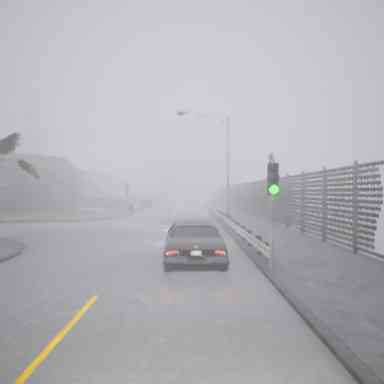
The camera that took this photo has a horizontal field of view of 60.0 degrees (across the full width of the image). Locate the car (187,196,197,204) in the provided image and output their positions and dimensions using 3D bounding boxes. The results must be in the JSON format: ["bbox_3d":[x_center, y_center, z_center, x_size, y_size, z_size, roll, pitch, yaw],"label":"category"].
[{"bbox_3d":[-0.016,1.659,67.492,1.994,1.385,4.181,0,0,0],"label":"car"}]

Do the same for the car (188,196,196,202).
[{"bbox_3d":[-0.021,1.662,77.552,1.994,1.385,4.181,0,0,0],"label":"car"}]

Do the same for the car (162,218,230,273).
[{"bbox_3d":[0.026,1.563,10.752,2.033,1.411,5.357,0,0,-2],"label":"car"}]
